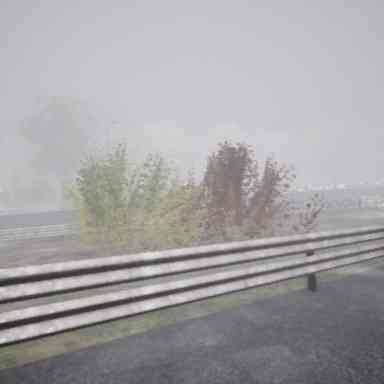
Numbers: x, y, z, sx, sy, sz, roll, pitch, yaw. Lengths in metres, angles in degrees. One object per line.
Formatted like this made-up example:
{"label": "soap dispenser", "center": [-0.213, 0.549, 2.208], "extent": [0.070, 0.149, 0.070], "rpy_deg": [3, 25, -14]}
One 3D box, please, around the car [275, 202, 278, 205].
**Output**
{"label": "car", "center": [9.123, 1.669, 39.567], "extent": [4.553, 1.767, 2.097], "rpy_deg": [-4, 2, -17]}
